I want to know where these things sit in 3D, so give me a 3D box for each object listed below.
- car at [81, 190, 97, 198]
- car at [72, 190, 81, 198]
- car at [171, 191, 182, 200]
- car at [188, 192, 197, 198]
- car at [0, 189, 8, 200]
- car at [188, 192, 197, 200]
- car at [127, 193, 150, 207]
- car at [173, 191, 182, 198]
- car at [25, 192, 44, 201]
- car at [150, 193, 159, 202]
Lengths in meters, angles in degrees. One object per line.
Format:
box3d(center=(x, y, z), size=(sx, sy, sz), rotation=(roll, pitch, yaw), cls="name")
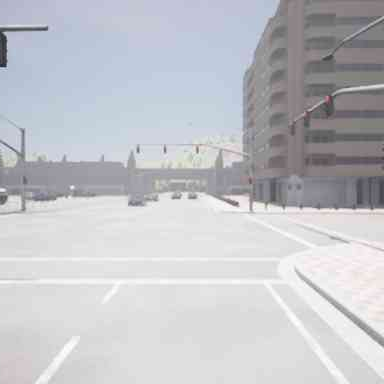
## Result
box3d(center=(-24.407, 0.373, 79.848), size=(1.932, 1.855, 4.605), rotation=(0, 1, 0), cls="car")
box3d(center=(-27.301, 0.375, 79.918), size=(1.905, 1.878, 3.866), rotation=(0, 1, 0), cls="car")
box3d(center=(-3.377, 0.918, 69.492), size=(1.895, 1.301, 4.718), rotation=(0, 1, 0), cls="car")
box3d(center=(0.139, 0.636, 78.430), size=(2.033, 1.411, 5.357), rotation=(0, 1, 0), cls="car")
box3d(center=(-46.924, 0.370, 79.985), size=(1.905, 1.878, 3.866), rotation=(0, 1, 0), cls="car")
box3d(center=(0.123, 0.878, 69.454), size=(1.994, 1.385, 4.181), rotation=(0, 1, 0), cls="car")
box3d(center=(-7.010, 1.089, 42.581), size=(1.837, 1.490, 4.892), rotation=(0, 1, 0), cls="car")
box3d(center=(-3.361, 0.596, 78.435), size=(1.837, 1.490, 4.892), rotation=(0, 1, 0), cls="car")
box3d(center=(-30.099, 0.782, 62.468), size=(1.970, 1.475, 3.806), rotation=(0, 1, 0), cls="car")
box3d(center=(-6.940, 0.921, 58.655), size=(2.128, 1.511, 4.902), rotation=(0, 1, 1), cls="car")
